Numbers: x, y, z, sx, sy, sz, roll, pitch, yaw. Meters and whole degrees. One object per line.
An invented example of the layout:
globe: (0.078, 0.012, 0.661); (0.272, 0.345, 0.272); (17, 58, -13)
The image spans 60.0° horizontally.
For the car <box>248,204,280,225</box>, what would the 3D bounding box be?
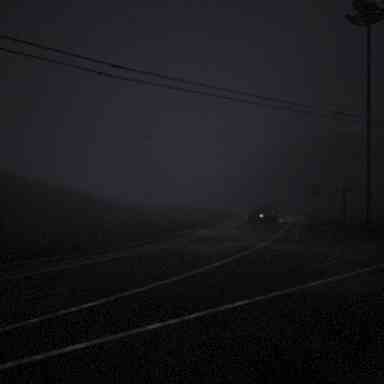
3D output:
car: (5.256, 1.556, 24.094); (1.994, 1.385, 4.181); (0, 0, 18)
